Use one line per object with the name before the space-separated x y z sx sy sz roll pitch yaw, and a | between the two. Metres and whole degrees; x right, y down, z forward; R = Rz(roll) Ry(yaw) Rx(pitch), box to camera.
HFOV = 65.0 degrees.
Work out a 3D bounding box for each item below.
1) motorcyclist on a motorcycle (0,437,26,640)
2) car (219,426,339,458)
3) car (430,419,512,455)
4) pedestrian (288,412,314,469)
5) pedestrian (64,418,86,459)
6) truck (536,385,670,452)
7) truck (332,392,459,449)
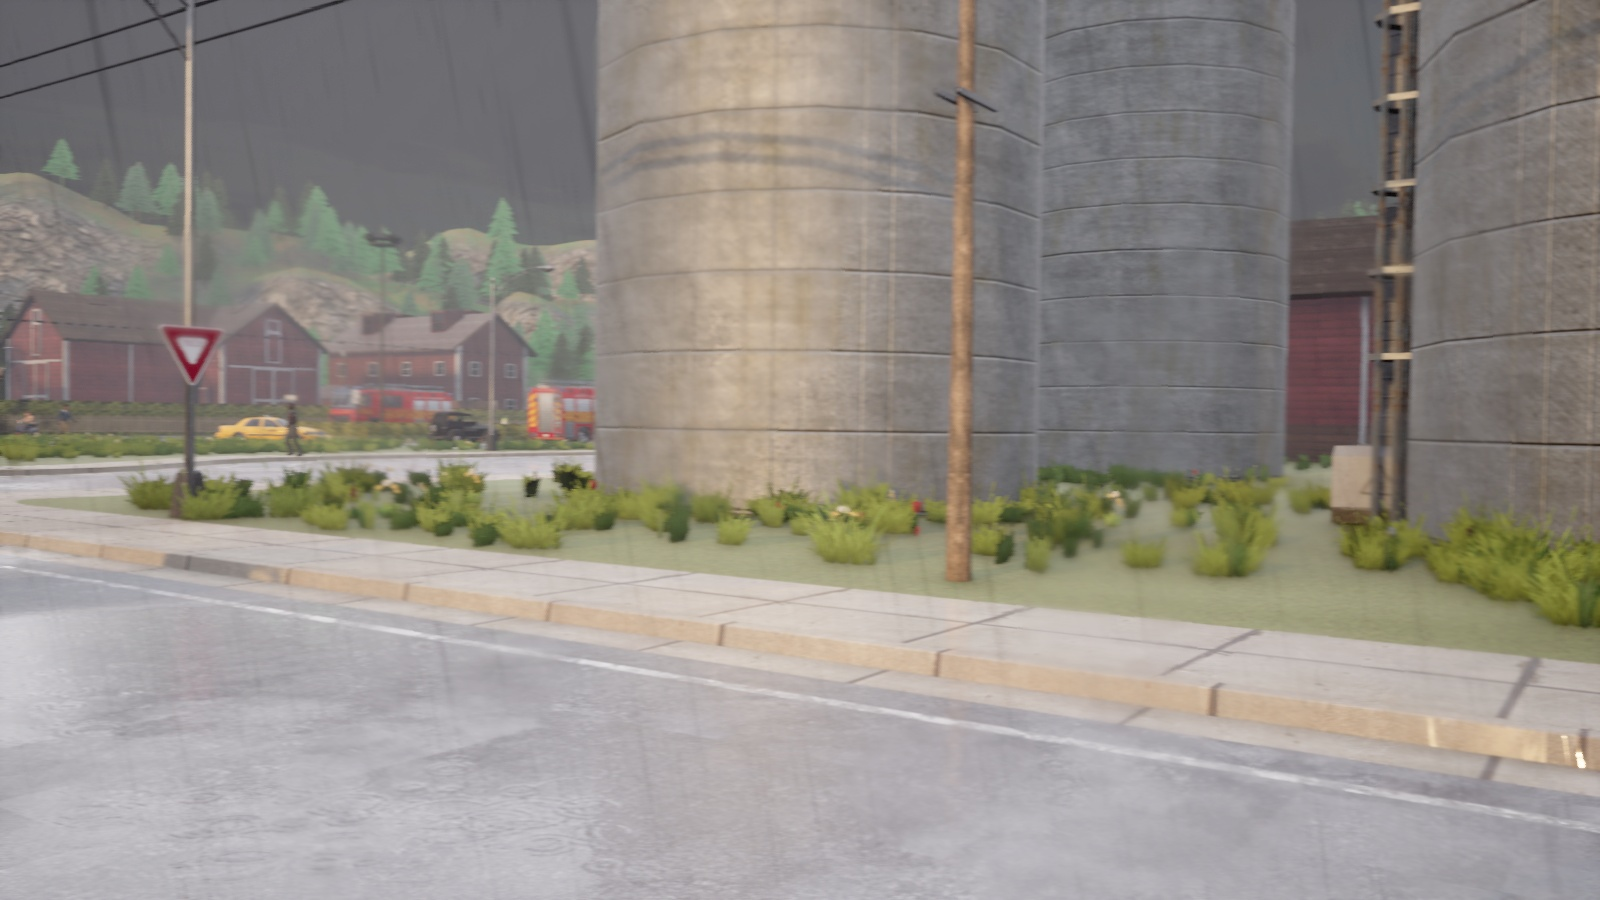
motorcyclist on a motorcycle | -7.091 0.673 9.905 2.191 1.530 0.866 0 1 36
car | -26.157 -0.424 63.085 5.366 1.575 1.801 0 1 7
car | -17.672 -0.732 67.536 1.905 1.878 3.866 1 2 41
pedestrian | -17.011 -0.341 42.815 0.402 1.930 0.666 0 2 37
pedestrian | -34.769 -0.573 60.240 0.788 1.949 0.423 0 1 7
truck | -11.755 -1.922 75.877 2.891 3.827 8.468 0 2 34
truck | -28.364 -2.061 88.486 2.891 3.827 8.468 0 2 35
